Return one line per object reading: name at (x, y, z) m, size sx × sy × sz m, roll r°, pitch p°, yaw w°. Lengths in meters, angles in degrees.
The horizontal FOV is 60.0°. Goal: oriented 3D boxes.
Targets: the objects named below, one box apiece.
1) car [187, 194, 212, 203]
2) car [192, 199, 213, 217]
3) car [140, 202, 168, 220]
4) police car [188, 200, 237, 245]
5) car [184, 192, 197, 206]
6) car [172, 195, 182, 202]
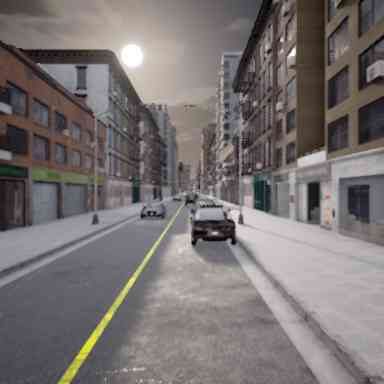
car at (0.898, 1.293, 25.376) m, size 2.097 × 1.767 × 4.553 m, roll 0°, pitch 0°, yaw 0°
car at (0.898, 1.452, 31.406) m, size 1.812 × 1.442 × 4.674 m, roll 0°, pitch 0°, yaw 0°
car at (-3.099, 1.499, 27.594) m, size 1.994 × 1.385 × 4.181 m, roll 0°, pitch 0°, yaw 0°
police car at (0.899, 1.391, 15.516) m, size 1.930 × 1.638 × 5.238 m, roll 0°, pitch 0°, yaw 0°
car at (-0.003, 1.082, 52.172) m, size 2.150 × 2.045 × 5.566 m, roll 0°, pitch 0°, yaw 0°
car at (-3.007, 1.301, 68.072) m, size 1.882 × 1.535 × 5.008 m, roll 0°, pitch 1°, yaw 0°
